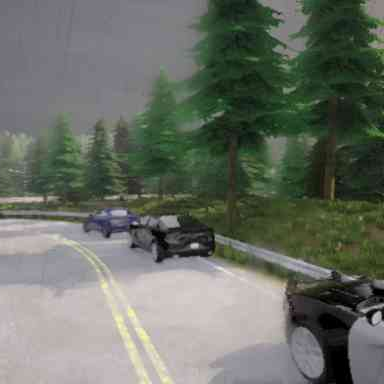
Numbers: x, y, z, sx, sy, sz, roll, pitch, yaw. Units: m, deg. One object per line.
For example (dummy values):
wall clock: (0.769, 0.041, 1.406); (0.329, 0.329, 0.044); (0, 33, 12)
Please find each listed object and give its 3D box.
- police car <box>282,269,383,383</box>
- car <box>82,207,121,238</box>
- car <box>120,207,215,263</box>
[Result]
police car: (2.731, 1.392, 2.834); (1.930, 1.638, 5.238); (-1, 0, -21)
car: (-4.364, 1.521, 17.814); (1.812, 1.442, 4.674); (-2, 1, -37)
car: (-0.989, 1.467, 12.248); (1.882, 1.535, 5.008); (-1, 0, -26)
